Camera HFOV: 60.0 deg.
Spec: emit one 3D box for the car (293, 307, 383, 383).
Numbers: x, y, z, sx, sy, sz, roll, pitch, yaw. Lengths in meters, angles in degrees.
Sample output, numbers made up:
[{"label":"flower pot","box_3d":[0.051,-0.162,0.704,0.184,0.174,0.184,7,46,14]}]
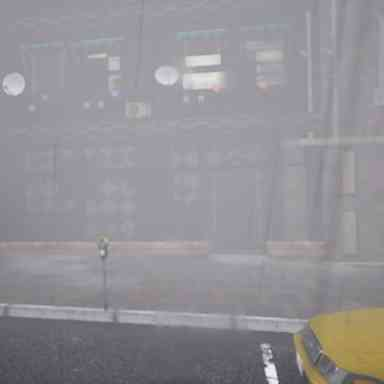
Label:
[{"label":"car","box_3d":[3.536,1.523,3.253,4.829,1.417,1.752,0,-1,7]}]
